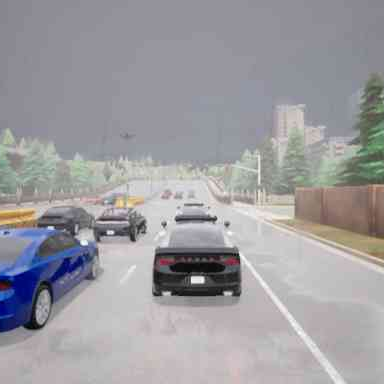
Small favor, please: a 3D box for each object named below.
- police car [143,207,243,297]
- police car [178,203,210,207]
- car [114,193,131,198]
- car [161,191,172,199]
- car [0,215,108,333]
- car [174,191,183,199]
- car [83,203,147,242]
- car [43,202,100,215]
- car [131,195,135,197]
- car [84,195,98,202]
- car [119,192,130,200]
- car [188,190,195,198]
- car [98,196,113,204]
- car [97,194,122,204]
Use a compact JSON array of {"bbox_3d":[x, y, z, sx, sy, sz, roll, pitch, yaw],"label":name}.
[{"bbox_3d":[0.104,1.431,8.777,1.930,1.638,5.238,0,0,0],"label":"police car"},{"bbox_3d":[0.107,1.437,18.680,1.930,1.638,5.238,0,0,0],"label":"police car"},{"bbox_3d":[-13.989,1.521,66.217,1.882,1.535,5.008,0,0,1],"label":"car"},{"bbox_3d":[-7.066,1.130,88.450,1.994,1.385,4.181,0,4,0],"label":"car"},{"bbox_3d":[-3.397,1.482,6.934,1.882,1.535,5.008,0,0,0],"label":"car"},{"bbox_3d":[-3.564,0.961,88.024,2.097,1.767,4.553,0,3,0],"label":"car"},{"bbox_3d":[-3.401,1.502,16.440,2.128,1.511,4.902,0,0,1],"label":"car"},{"bbox_3d":[-6.891,1.517,18.645,1.837,1.490,4.892,0,0,0],"label":"car"},{"bbox_3d":[-14.002,1.499,75.657,1.882,1.535,5.008,0,0,0],"label":"car"},{"bbox_3d":[-17.542,1.391,58.945,2.097,1.767,4.553,0,0,0],"label":"car"},{"bbox_3d":[-17.559,1.016,86.944,2.097,1.767,4.553,0,2,0],"label":"car"},{"bbox_3d":[-0.080,0.991,91.229,1.895,1.301,4.718,0,4,0],"label":"car"},{"bbox_3d":[-17.469,1.597,67.481,1.994,1.385,4.181,0,0,0],"label":"car"},{"bbox_3d":[-14.032,1.529,56.757,2.128,1.511,4.902,0,0,-1],"label":"car"}]
